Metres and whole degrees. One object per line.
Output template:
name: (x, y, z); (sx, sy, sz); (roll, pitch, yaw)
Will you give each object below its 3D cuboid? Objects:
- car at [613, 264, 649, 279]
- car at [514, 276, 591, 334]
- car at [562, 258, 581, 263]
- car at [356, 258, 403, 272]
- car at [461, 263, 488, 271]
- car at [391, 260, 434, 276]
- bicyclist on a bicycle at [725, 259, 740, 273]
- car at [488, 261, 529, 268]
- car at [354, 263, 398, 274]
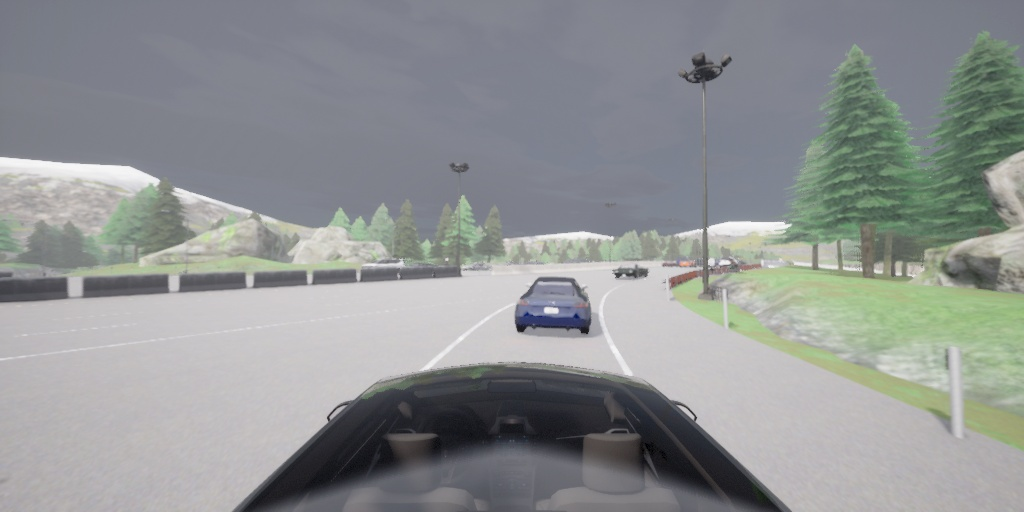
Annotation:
car: (10.955, 1.371, 32.627); (1.895, 1.301, 4.718); (-1, -1, 36)
car: (1.301, 1.298, 10.714); (1.994, 1.385, 4.181); (1, 0, 10)
car: (9.926, 1.586, 63.962); (1.882, 1.535, 5.008); (-1, -1, 42)
car: (-16.119, 1.322, 44.950); (2.150, 2.045, 5.566); (-1, -1, 41)
car: (-5.884, 1.743, 56.608); (1.895, 1.301, 4.718); (-1, -1, 42)
car: (-10.647, 1.532, 40.568); (1.837, 1.490, 4.892); (-1, -1, 41)
bicyclist on a bicycle: (26.836, 1.244, 43.859); (1.656, 1.620, 0.582); (1, 1, 35)
car: (-0.445, 1.604, 52.210); (2.033, 1.411, 5.357); (-1, -1, 41)
car: (-18.754, 1.726, 49.625); (5.357, 1.411, 2.033); (0, -1, -34)
